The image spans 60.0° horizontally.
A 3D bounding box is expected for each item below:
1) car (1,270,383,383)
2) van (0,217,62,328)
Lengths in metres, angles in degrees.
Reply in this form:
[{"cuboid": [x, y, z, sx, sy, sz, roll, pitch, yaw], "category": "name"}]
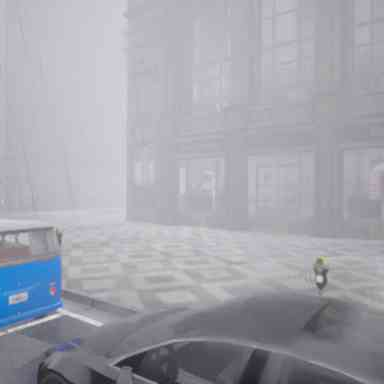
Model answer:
[{"cuboid": [0.536, 1.563, 2.692, 4.313, 1.339, 1.947, 0, 1, 36], "category": "car"}, {"cuboid": [-4.055, 1.321, 5.981, 3.998, 1.788, 1.690, 0, 1, 36], "category": "van"}]
